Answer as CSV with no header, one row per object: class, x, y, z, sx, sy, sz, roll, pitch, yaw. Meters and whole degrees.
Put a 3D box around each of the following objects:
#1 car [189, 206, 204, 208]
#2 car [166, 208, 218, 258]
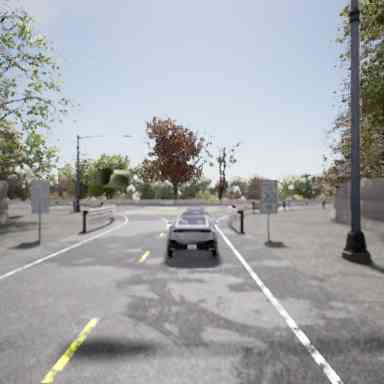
car,0.415,1.874,28.201,1.994,1.385,4.181,0,-1,8
car,0.020,1.642,13.496,2.128,1.511,4.902,0,0,0
